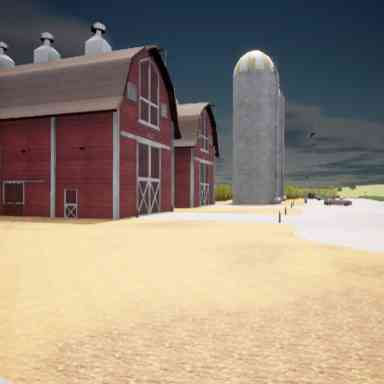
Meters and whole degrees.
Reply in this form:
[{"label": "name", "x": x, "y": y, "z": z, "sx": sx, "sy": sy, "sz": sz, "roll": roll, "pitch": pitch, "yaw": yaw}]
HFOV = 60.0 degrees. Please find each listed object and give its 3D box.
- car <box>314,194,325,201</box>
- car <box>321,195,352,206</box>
[{"label": "car", "x": 33.720, "y": 1.446, "z": 84.295, "sx": 3.988, "sy": 1.617, "sz": 1.851, "roll": 0, "pitch": 0, "yaw": 19}, {"label": "car", "x": 23.255, "y": 1.542, "z": 52.985, "sx": 4.181, "sy": 1.381, "sz": 1.994, "roll": 0, "pitch": 0, "yaw": 19}]
